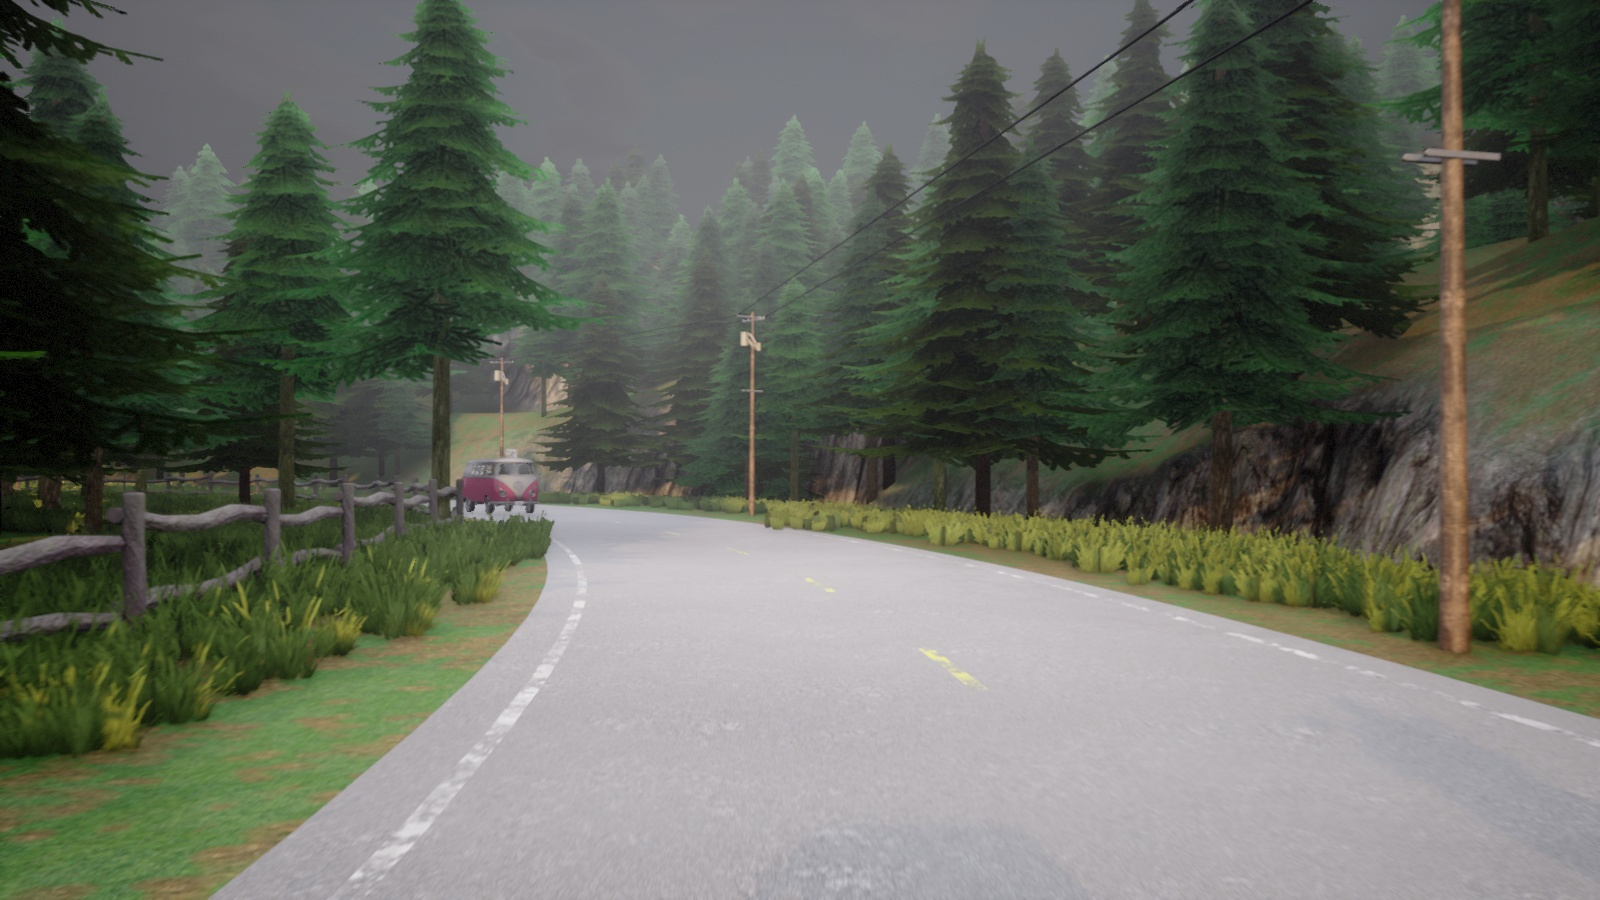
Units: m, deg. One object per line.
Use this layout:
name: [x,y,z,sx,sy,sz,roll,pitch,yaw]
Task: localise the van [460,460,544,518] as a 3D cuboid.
van: [-10.780,1.370,45.279,1.775,1.987,4.442,0,-1,-30]
